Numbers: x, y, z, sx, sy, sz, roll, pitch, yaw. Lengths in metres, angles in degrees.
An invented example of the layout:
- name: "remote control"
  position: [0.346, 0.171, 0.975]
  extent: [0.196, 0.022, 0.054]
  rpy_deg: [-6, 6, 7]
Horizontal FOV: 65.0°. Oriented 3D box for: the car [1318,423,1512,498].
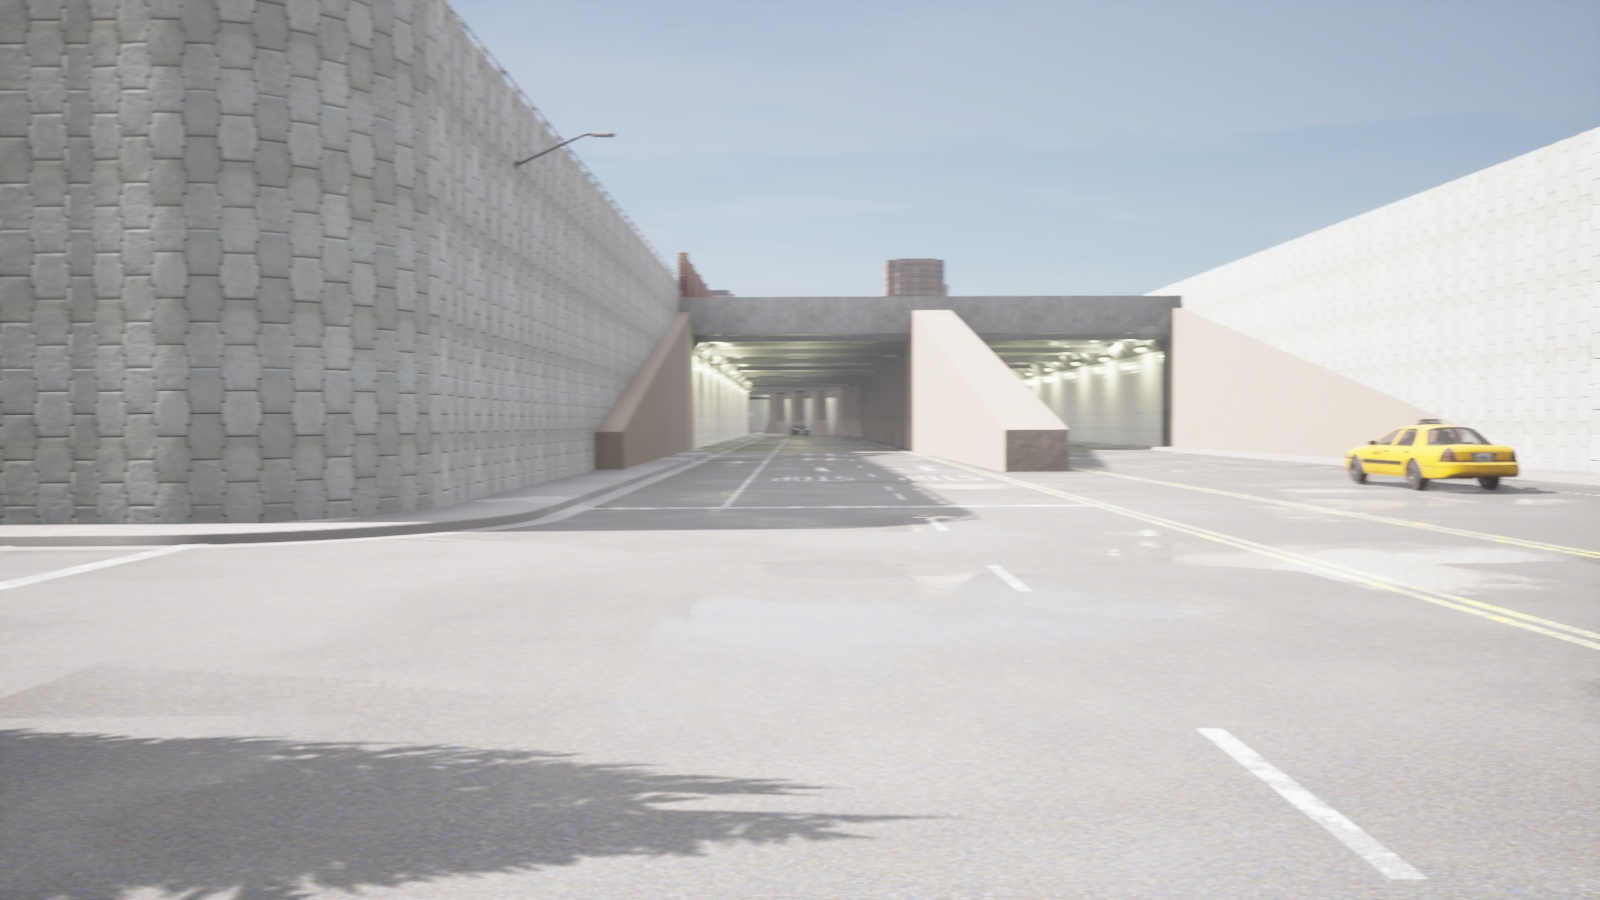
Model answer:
- name: "car"
  position: [13.990, 0.158, 28.987]
  extent: [1.801, 1.575, 5.366]
  rpy_deg: [0, 1, 0]
